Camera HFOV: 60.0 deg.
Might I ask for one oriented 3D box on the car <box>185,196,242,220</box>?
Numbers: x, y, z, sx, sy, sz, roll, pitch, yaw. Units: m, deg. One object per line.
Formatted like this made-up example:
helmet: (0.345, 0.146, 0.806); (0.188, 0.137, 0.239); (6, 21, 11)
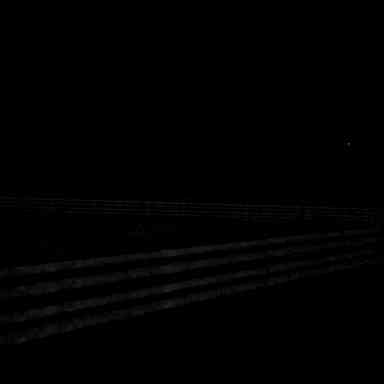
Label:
car: (1.689, 1.167, 26.244); (4.553, 1.767, 2.097); (2, -1, -5)
